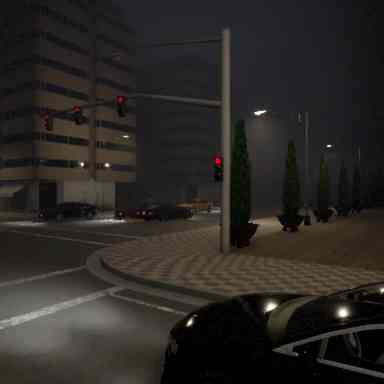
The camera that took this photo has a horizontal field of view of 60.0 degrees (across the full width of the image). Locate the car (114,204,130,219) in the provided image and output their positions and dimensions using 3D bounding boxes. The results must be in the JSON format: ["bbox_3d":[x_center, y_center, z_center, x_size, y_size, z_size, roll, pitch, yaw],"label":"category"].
[{"bbox_3d":[-4.757,1.619,29.005,1.994,1.385,4.181,0,0,35],"label":"car"}]

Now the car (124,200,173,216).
[{"bbox_3d":[-4.511,1.603,35.418,2.033,1.411,5.357,0,0,35],"label":"car"}]

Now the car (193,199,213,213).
[{"bbox_3d":[0.394,1.533,36.293,1.882,1.535,5.008,0,0,35],"label":"car"}]

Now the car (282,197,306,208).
[{"bbox_3d":[16.014,1.548,51.993,2.128,1.511,4.902,0,0,35],"label":"car"}]

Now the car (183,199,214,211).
[{"bbox_3d":[0.940,1.619,43.107,1.994,1.385,4.181,0,0,36],"label":"car"}]

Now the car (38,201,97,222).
[{"bbox_3d":[-10.132,1.560,27.461,1.837,1.490,4.892,0,0,35],"label":"car"}]

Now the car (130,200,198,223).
[{"bbox_3d":[-2.083,1.603,26.377,2.033,1.411,5.357,0,0,35],"label":"car"}]

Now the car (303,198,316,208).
[{"bbox_3d":[18.572,1.619,49.548,1.994,1.385,4.181,0,0,35],"label":"car"}]

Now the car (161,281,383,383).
[{"bbox_3d":[1.928,1.492,2.598,4.902,1.511,2.128,0,0,36],"label":"car"}]
